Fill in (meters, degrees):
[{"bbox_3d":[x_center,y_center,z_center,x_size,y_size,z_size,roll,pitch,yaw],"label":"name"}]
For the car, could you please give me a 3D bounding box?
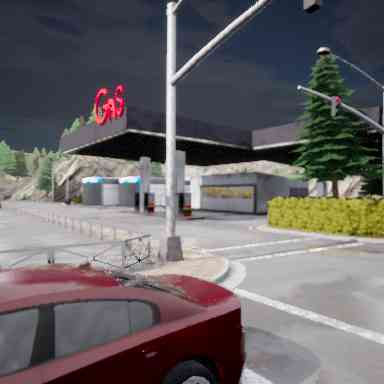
[{"bbox_3d":[-1.724,1.471,2.802,5.008,1.535,1.882,0,0,-37],"label":"car"}]
